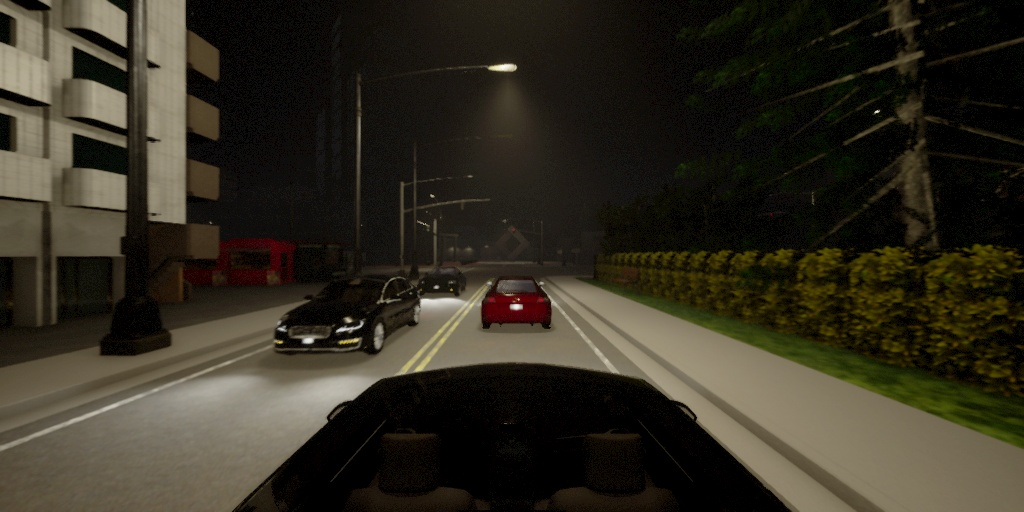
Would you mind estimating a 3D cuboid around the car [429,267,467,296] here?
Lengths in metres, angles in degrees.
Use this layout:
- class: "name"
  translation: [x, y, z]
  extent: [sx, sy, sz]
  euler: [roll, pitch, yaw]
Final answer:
- class: "car"
  translation: [-3.539, 1.267, 18.798]
  extent: [1.994, 1.385, 4.181]
  euler: [0, 0, 0]

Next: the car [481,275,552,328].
- class: "car"
  translation: [0.118, 1.289, 11.332]
  extent: [1.994, 1.385, 4.181]
  euler: [0, 0, 0]

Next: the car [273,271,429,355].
- class: "car"
  translation: [-3.583, 1.234, 8.748]
  extent: [1.837, 1.490, 4.892]
  euler: [0, 0, 0]
